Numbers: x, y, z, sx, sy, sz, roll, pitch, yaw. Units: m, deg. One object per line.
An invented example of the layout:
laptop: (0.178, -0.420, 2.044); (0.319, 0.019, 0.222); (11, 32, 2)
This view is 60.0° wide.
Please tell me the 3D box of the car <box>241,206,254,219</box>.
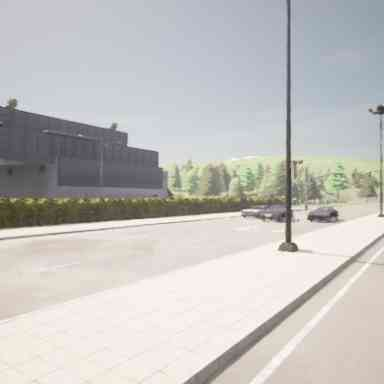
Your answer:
car: (7.027, 2.156, 35.646); (1.895, 1.301, 4.718); (0, -1, 36)

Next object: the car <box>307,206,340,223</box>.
car: (12.369, 2.060, 31.082); (2.033, 1.411, 5.357); (0, -1, 36)

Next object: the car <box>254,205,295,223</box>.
car: (8.045, 1.985, 31.059); (2.128, 1.511, 4.902); (0, -1, 36)
